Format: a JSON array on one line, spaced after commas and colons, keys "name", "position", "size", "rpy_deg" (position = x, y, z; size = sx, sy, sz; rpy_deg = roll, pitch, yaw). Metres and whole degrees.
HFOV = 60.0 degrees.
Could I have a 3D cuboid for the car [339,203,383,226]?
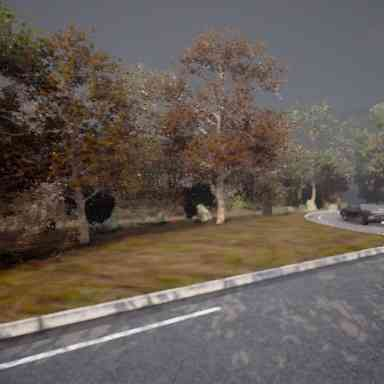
[{"name": "car", "position": [11.889, 1.470, 22.921], "size": [2.033, 1.411, 5.357], "rpy_deg": [0, 0, 4]}]
